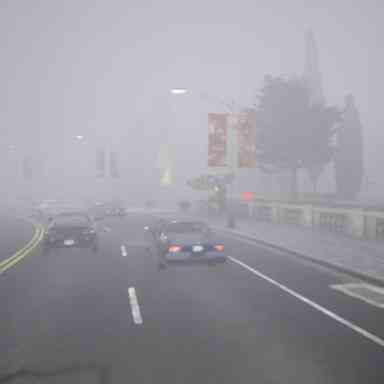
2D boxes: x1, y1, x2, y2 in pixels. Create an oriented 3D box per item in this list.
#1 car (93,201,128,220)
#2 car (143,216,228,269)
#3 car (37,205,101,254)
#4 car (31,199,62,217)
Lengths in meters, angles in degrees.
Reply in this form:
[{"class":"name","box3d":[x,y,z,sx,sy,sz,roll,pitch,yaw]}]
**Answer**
[{"class":"car","box3d":[-6.817,1.405,26.220,2.033,1.411,5.357,1,0,-34]},{"class":"car","box3d":[-0.470,1.515,11.126,2.033,1.411,5.357,1,0,-14]},{"class":"car","box3d":[-4.639,1.439,13.040,1.812,1.442,4.674,1,0,-16]},{"class":"car","box3d":[-11.548,1.326,26.736,1.812,1.442,4.674,1,0,-37]}]
